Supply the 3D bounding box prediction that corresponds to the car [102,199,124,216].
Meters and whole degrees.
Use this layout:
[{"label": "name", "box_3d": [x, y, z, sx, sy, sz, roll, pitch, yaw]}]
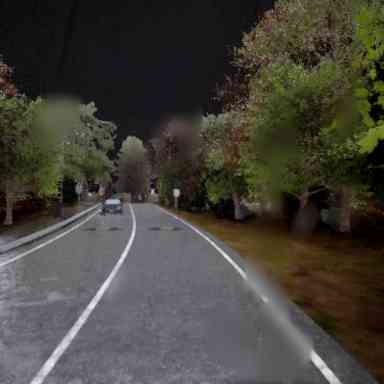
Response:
[{"label": "car", "box_3d": [-7.330, 1.349, 30.935, 1.812, 1.442, 4.674, 1, 0, -11]}]
